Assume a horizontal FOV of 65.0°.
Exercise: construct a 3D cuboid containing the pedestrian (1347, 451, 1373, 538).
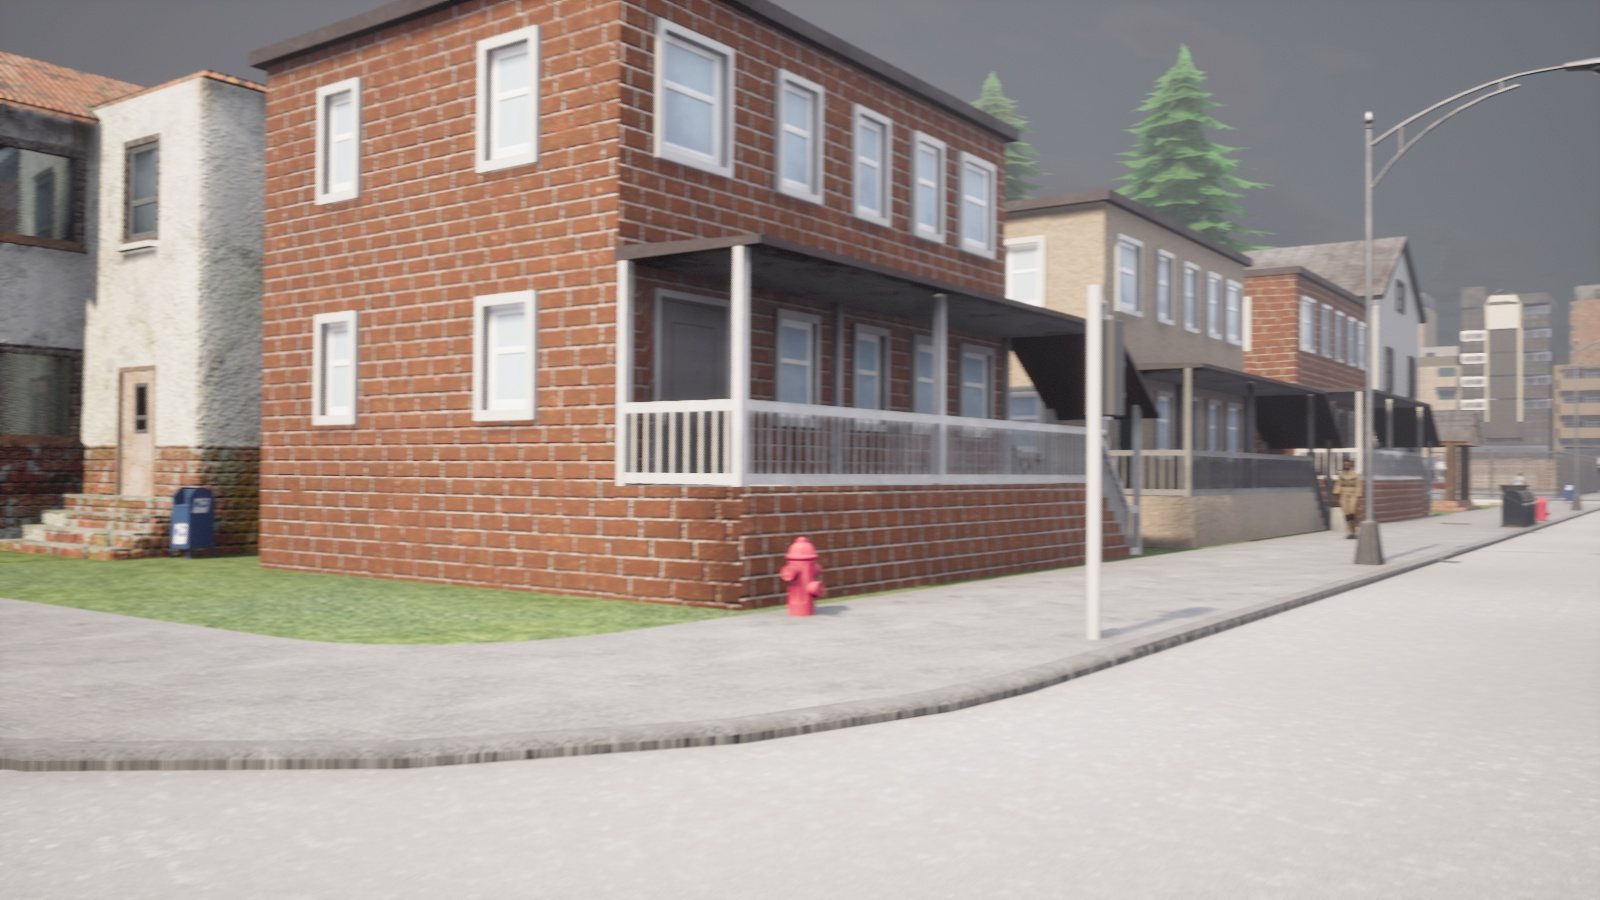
[{"bbox_3d":[12.624,0.995,28.322,0.396,1.930,0.692,-1,-1,36],"label":"pedestrian"}]
